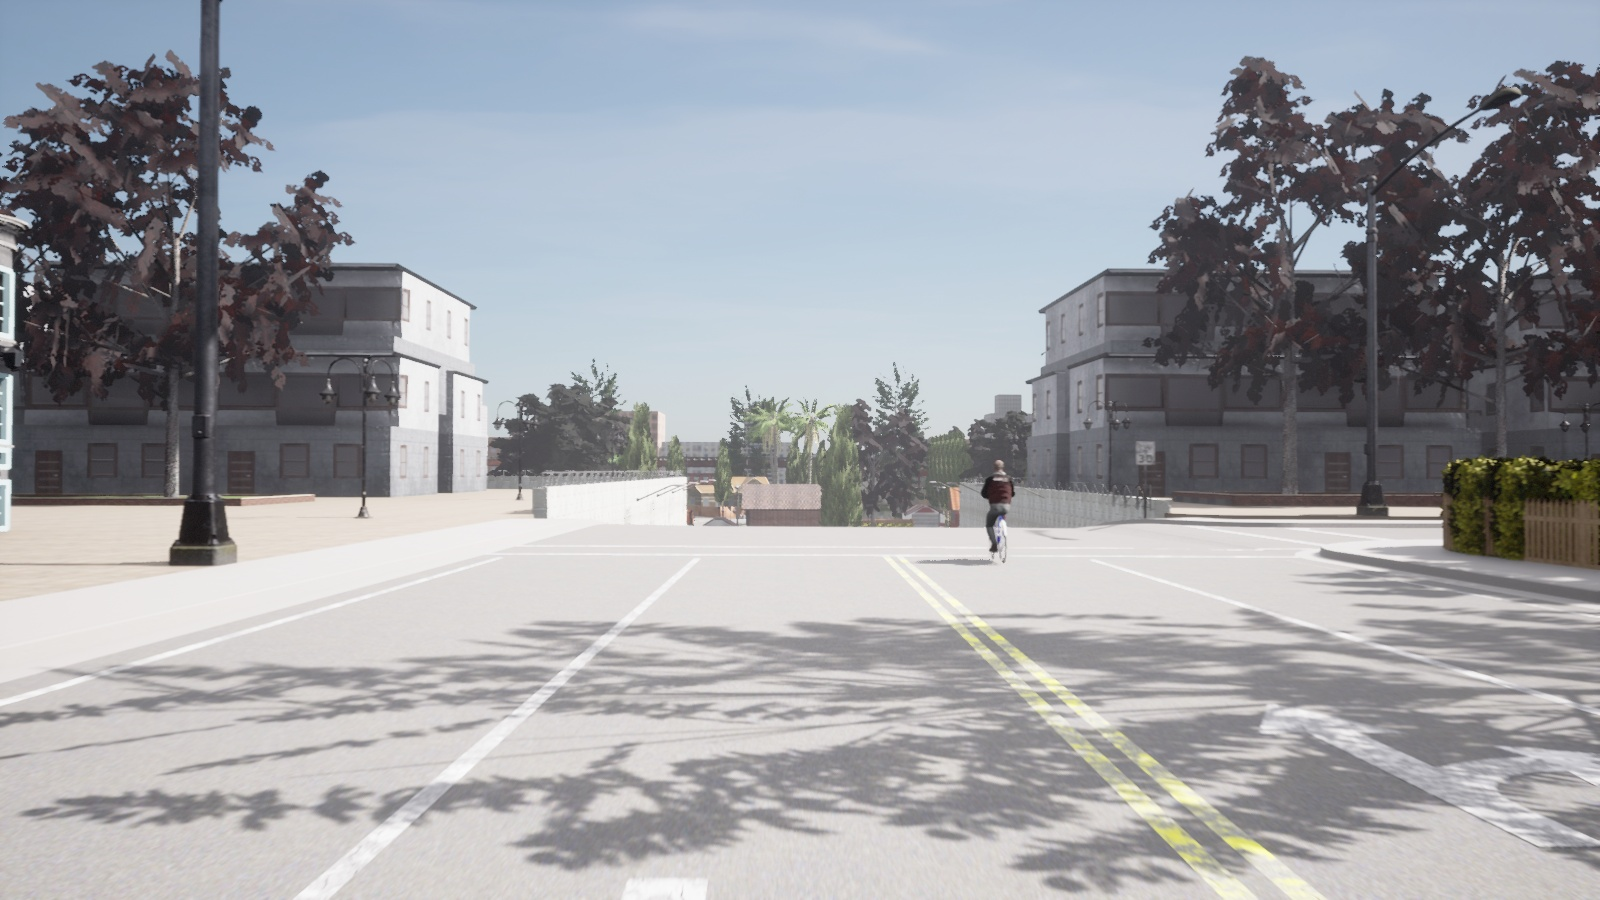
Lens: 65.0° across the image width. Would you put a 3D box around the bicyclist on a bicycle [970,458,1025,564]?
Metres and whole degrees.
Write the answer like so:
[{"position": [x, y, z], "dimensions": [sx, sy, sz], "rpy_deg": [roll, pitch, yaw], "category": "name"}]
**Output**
[{"position": [3.446, 1.041, 22.066], "dimensions": [0.659, 1.776, 1.843], "rpy_deg": [0, -1, 0], "category": "bicyclist on a bicycle"}]
